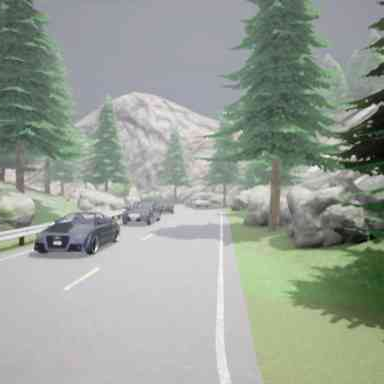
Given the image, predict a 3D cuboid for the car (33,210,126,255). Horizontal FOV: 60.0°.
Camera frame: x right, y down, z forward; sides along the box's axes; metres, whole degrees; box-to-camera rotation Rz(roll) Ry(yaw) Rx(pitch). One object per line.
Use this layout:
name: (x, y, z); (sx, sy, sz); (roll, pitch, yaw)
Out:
car: (-4.243, 1.483, 12.901); (1.994, 1.385, 4.181); (0, 0, 5)

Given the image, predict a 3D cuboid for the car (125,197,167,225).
car: (-3.343, 1.360, 22.805); (2.128, 1.511, 4.902); (0, 0, 5)

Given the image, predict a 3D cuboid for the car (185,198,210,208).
car: (0.612, 1.391, 42.992); (1.895, 1.301, 4.718); (0, 0, -19)

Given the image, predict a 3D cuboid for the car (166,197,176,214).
car: (-2.679, 1.320, 33.001); (1.837, 1.490, 4.892); (0, 0, -2)
